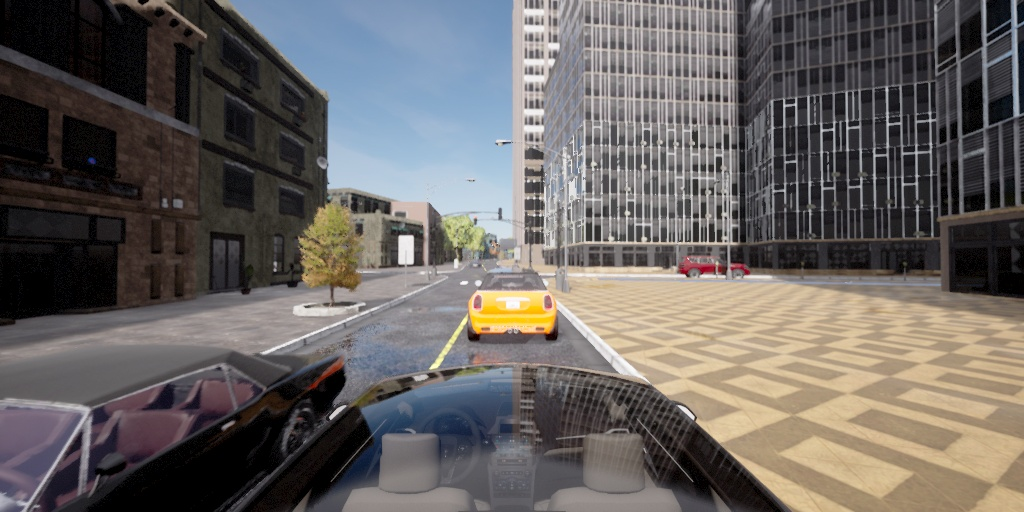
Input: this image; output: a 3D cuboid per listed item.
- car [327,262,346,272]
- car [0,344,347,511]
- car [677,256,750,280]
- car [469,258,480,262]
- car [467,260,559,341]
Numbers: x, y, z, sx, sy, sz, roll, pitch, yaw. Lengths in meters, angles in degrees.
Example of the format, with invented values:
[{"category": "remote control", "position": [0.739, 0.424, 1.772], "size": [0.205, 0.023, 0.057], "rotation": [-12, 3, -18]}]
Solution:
[{"category": "car", "position": [-20.589, 1.293, 40.181], "size": [4.313, 1.339, 1.948], "rotation": [0, 0, 18]}, {"category": "car", "position": [-2.869, 1.351, 1.984], "size": [1.895, 1.301, 4.718], "rotation": [0, 0, 0]}, {"category": "car", "position": [15.742, 0.921, 28.297], "size": [5.009, 1.841, 2.192], "rotation": [0, 0, 18]}, {"category": "car", "position": [-6.015, 1.253, 58.807], "size": [1.812, 1.442, 4.674], "rotation": [0, 0, -6]}, {"category": "car", "position": [0.003, 1.099, 10.041], "size": [2.097, 1.767, 4.553], "rotation": [0, 0, 0]}]
